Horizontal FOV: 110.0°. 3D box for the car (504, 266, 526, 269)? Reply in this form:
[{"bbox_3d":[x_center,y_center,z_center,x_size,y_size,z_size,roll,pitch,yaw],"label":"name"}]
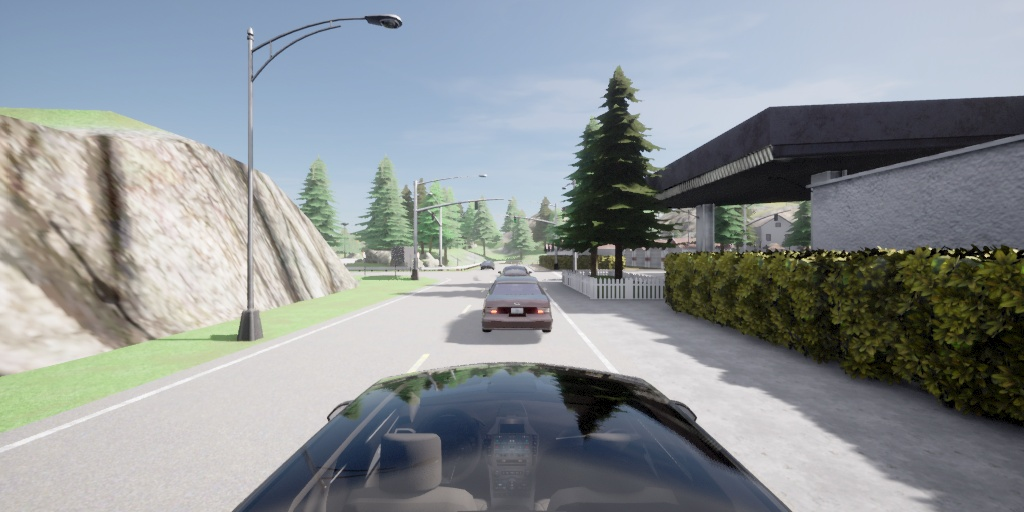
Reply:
[{"bbox_3d":[0.174,1.276,20.333,1.812,1.442,4.674,0,0,0],"label":"car"}]

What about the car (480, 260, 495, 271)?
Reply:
[{"bbox_3d":[-3.400,1.297,50.661,2.033,1.411,5.357,0,0,0],"label":"car"}]

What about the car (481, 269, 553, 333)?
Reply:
[{"bbox_3d":[0.132,1.297,10.746,2.033,1.411,5.357,0,0,0],"label":"car"}]
